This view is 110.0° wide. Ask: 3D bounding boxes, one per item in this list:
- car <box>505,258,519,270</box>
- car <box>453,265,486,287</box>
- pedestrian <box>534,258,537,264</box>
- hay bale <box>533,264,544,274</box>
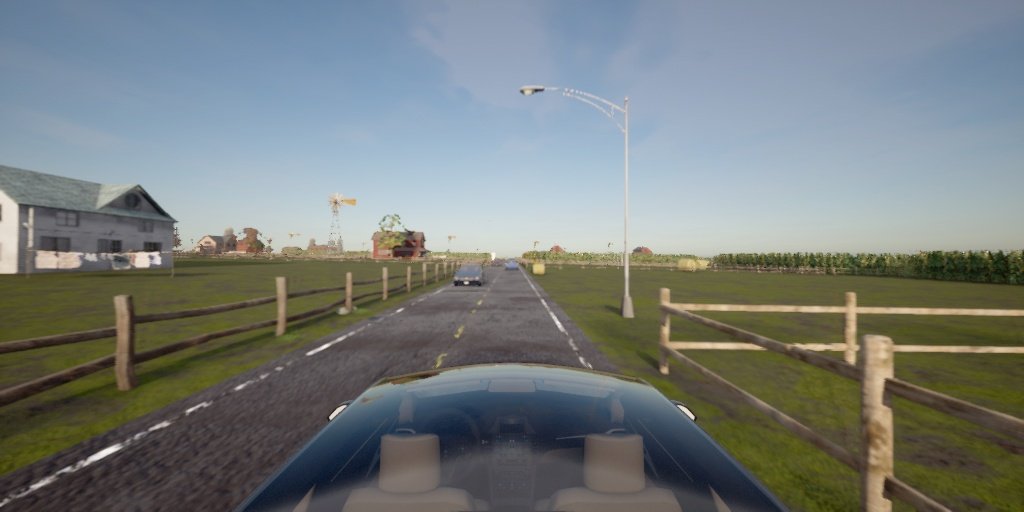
[{"bbox_3d":[0.005,1.328,51.796,2.033,1.411,5.357,0,0,0],"label":"car"},{"bbox_3d":[-2.859,1.307,25.155,2.033,1.411,5.357,0,0,0],"label":"car"},{"bbox_3d":[2.813,1.089,42.640,0.375,1.860,0.375,1,-1,-2],"label":"pedestrian"},{"bbox_3d":[3.113,1.427,41.527,1.220,1.180,1.240,0,0,0],"label":"hay bale"}]
